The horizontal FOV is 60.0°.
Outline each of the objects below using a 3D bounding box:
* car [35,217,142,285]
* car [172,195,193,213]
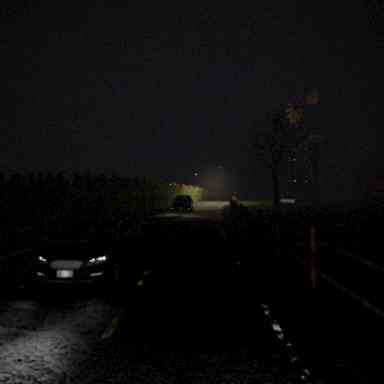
[{"bbox_3d":[-2.692,1.517,9.655,2.128,1.511,4.902,0,0,2],"label":"car"},{"bbox_3d":[-1.047,1.421,39.657,2.150,2.045,5.566,0,0,5],"label":"car"}]
